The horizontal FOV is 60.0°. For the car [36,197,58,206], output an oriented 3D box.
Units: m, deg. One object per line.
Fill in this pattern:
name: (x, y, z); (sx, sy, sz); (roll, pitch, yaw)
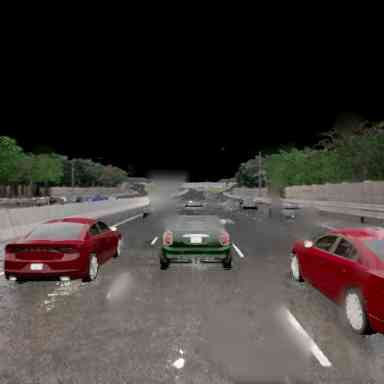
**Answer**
car: (-24.208, 1.578, 55.699); (1.837, 1.490, 4.892); (0, 0, 1)

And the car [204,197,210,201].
car: (0.201, 1.519, 29.907); (2.128, 1.511, 4.902); (0, 0, 0)

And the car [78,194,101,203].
car: (-17.181, 1.299, 57.364); (2.150, 2.045, 5.566); (0, 0, 1)

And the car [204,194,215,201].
car: (4.091, 1.699, 74.911); (1.895, 1.301, 4.718); (0, 0, 1)

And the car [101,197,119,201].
car: (-13.684, 1.604, 57.502); (1.812, 1.442, 4.674); (0, 0, 1)

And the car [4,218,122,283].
car: (-3.386, 1.480, 9.730); (1.882, 1.535, 5.008); (0, 0, 0)

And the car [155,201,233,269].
car: (0.118, 1.355, 11.336); (2.097, 1.767, 4.553); (0, 0, 0)

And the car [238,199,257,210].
car: (7.299, 1.621, 43.707); (1.994, 1.385, 4.181); (0, 0, 1)

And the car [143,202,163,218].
car: (-3.293, 1.593, 30.754); (1.994, 1.385, 4.181); (0, 0, 0)

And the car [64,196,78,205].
car: (-20.667, 1.431, 58.244); (2.097, 1.767, 4.553); (0, 0, 1)

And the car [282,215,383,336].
car: (3.507, 1.479, 6.690); (1.882, 1.535, 5.008); (0, 0, 0)

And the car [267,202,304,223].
car: (7.105, 1.512, 25.590); (2.128, 1.511, 4.902); (0, 0, 1)
